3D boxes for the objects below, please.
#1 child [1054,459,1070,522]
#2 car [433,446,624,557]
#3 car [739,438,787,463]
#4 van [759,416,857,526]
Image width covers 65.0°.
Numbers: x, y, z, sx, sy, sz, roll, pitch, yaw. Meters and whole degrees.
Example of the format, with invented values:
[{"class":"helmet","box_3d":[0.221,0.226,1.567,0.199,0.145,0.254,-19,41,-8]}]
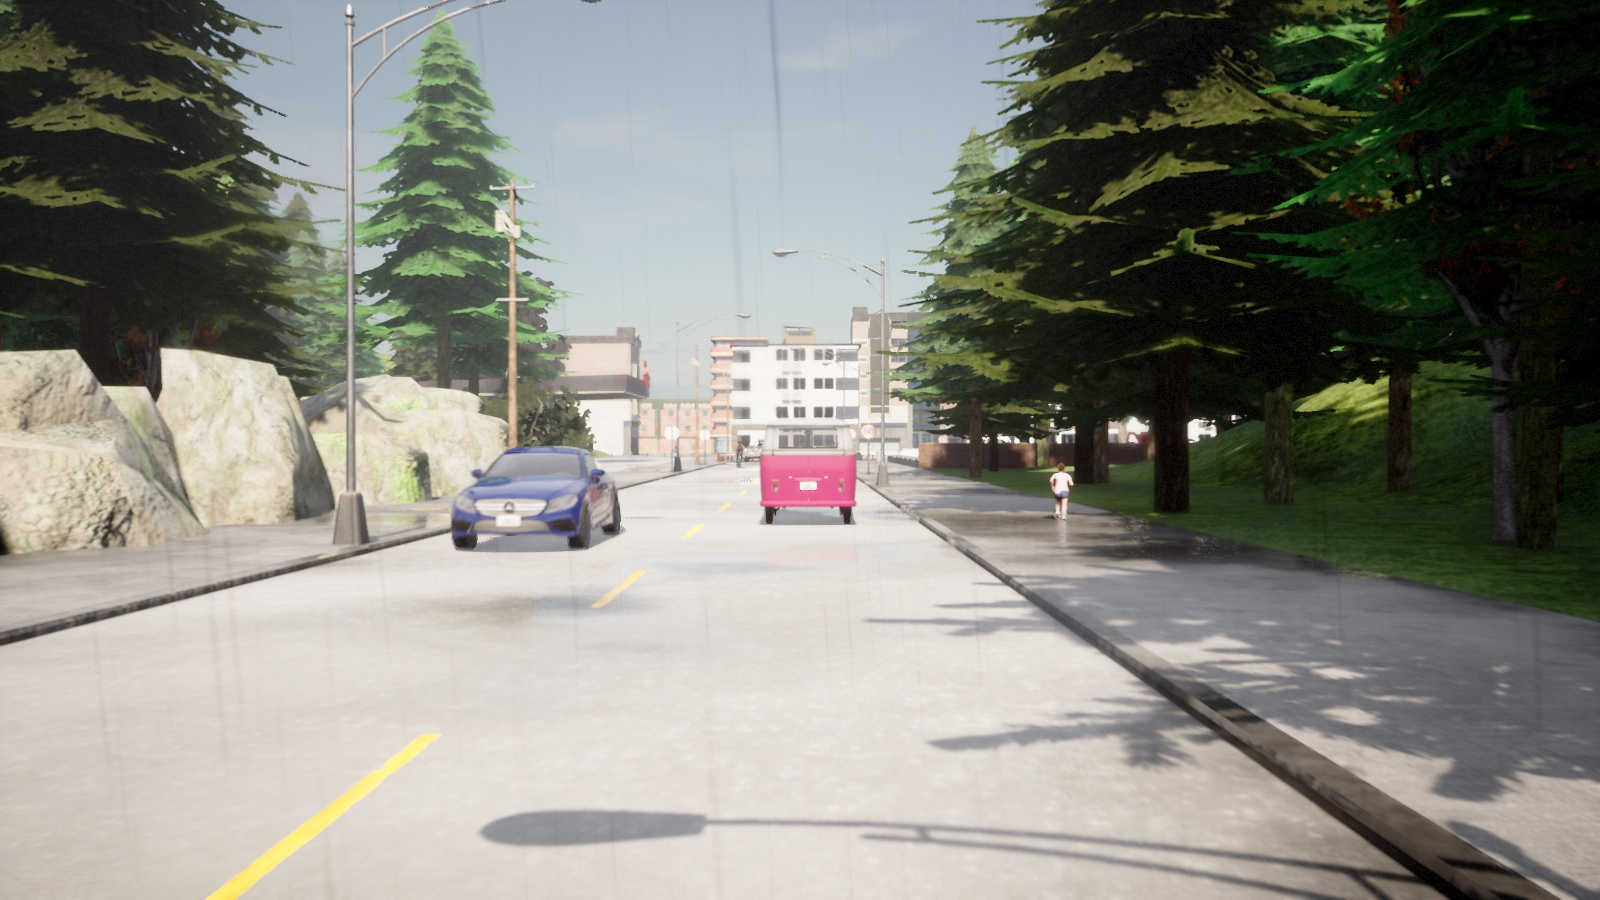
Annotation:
[{"class":"child","box_3d":[4.700,0.720,22.517,0.255,1.110,0.394,0,0,13]},{"class":"car","box_3d":[-3.875,0.669,18.758,1.812,1.442,4.674,0,0,0]},{"class":"car","box_3d":[-2.801,0.049,96.645,1.932,1.855,4.605,0,0,23]},{"class":"van","box_3d":[0.162,0.368,24.899,1.775,1.987,4.442,0,0,0]}]
